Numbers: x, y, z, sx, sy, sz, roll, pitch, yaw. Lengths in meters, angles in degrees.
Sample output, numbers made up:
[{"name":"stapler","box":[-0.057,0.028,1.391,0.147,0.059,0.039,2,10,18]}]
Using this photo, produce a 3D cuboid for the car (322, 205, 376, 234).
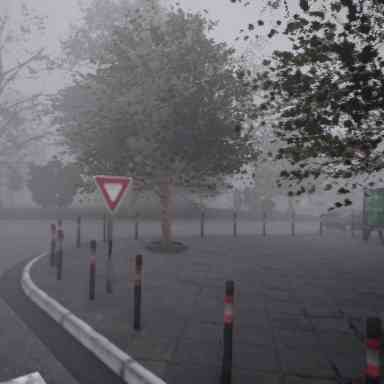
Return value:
[{"name":"car","box":[10.510,1.796,20.742,4.902,1.511,2.128,2,0,-10]}]
